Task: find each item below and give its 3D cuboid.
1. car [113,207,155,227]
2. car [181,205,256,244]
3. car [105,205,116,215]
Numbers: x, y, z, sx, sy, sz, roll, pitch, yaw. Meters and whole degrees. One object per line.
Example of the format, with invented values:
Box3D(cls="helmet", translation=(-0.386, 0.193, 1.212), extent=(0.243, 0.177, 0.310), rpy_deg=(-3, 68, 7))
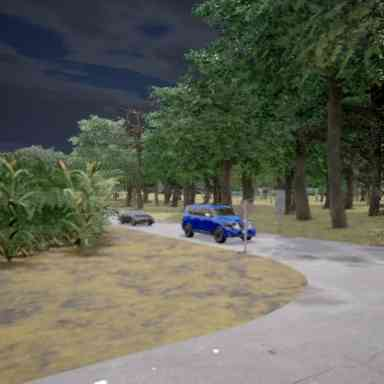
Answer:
Box3D(cls="car", translation=(-5.299, 2.378, 31.104), extent=(2.033, 1.411, 5.357), rpy_deg=(0, -1, -31))
Box3D(cls="car", translation=(1.409, 1.821, 20.059), extent=(2.150, 2.045, 5.566), rpy_deg=(0, -1, -31))
Box3D(cls="car", translation=(-11.640, 2.593, 47.125), extent=(1.812, 1.442, 4.674), rpy_deg=(0, -1, -31))
